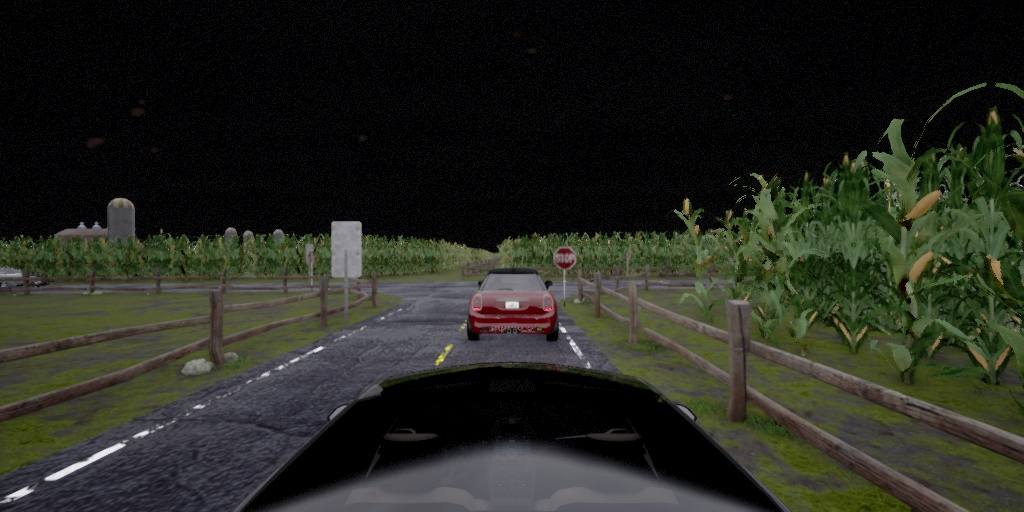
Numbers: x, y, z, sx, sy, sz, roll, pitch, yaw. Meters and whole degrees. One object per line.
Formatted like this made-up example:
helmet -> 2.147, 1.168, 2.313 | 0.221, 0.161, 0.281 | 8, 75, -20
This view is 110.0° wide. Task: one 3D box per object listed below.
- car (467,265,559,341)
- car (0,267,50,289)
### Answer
car -> 0.080, 1.095, 9.999 | 2.097, 1.767, 4.553 | 0, 0, 2
car -> -32.698, 1.482, 22.881 | 4.902, 1.511, 2.128 | 0, 0, 0
